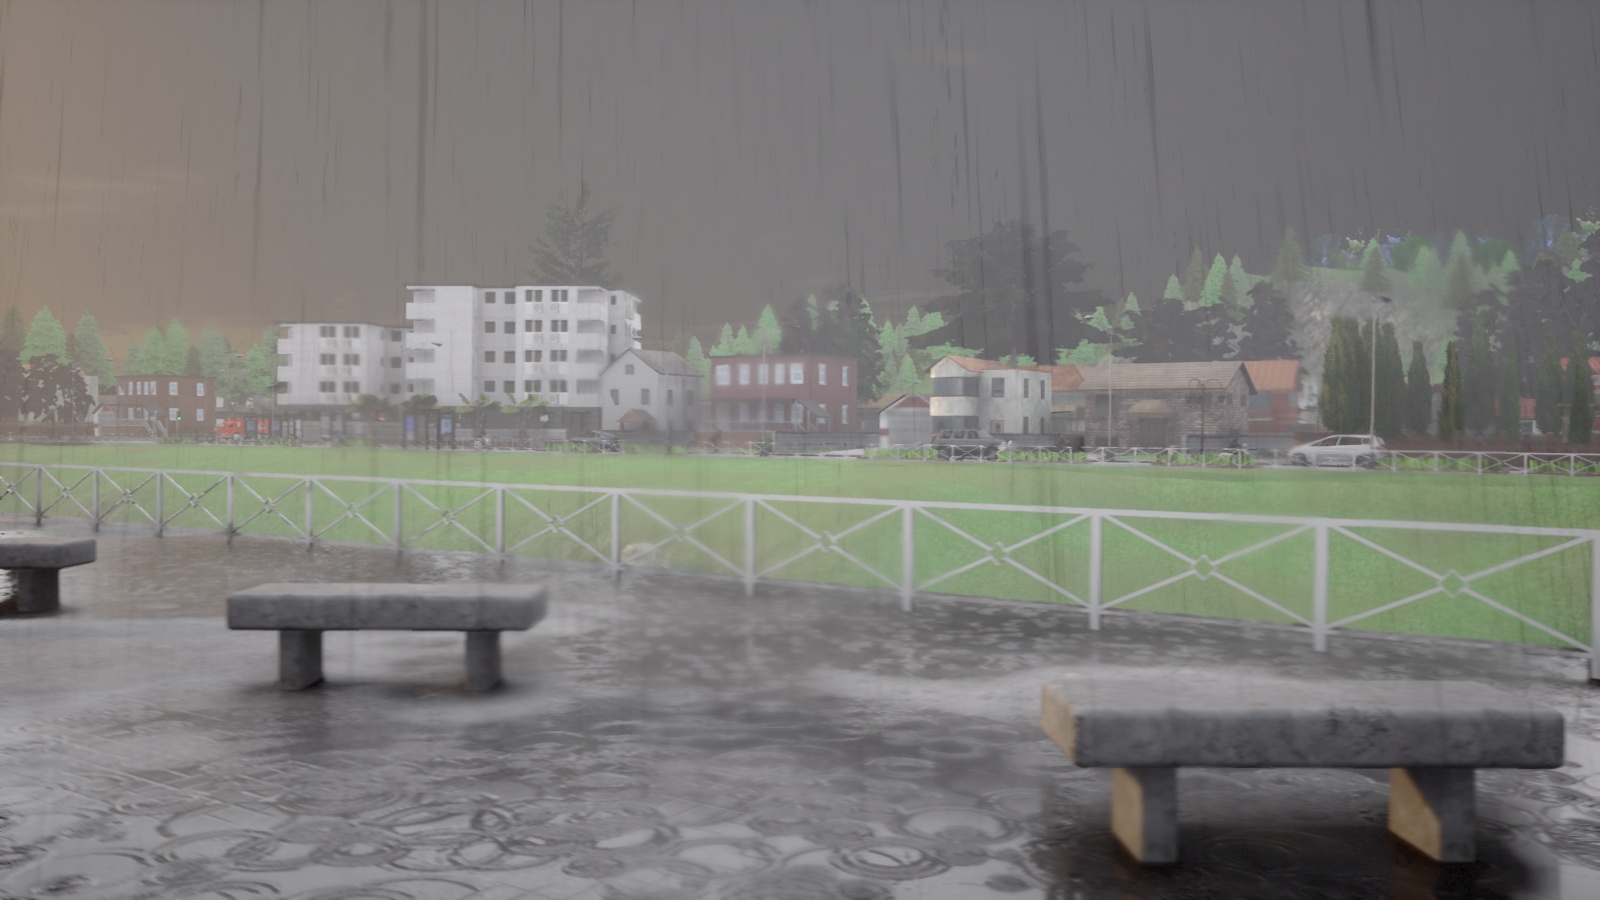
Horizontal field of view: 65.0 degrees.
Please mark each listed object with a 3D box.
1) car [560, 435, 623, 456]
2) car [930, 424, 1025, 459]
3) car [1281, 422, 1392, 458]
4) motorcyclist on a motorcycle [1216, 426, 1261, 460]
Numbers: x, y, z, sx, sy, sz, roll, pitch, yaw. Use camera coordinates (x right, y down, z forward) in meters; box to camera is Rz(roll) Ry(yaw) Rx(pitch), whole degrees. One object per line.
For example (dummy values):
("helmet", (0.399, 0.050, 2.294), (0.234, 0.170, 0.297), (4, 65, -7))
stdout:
("car", (-14.634, -0.323, 88.009), (4.193, 1.474, 1.816), (0, 1, 34))
("car", (9.483, -0.455, 67.172), (4.605, 1.855, 1.932), (0, 1, 34))
("car", (26.034, -0.492, 60.974), (4.611, 1.667, 2.242), (0, 1, 34))
("motorcyclist on a motorcycle", (20.822, -0.318, 59.637), (1.817, 1.590, 0.866), (0, 1, 34))
